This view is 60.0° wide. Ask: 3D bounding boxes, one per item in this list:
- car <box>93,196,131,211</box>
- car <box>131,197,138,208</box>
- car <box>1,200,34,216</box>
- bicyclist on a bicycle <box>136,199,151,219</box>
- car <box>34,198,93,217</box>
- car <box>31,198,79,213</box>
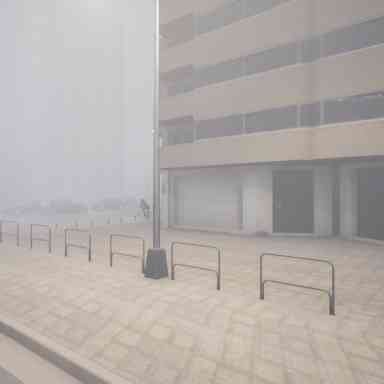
[{"bbox_3d":[-10.455,1.560,41.493,1.837,1.490,4.892,0,0,38],"label":"car"},{"bbox_3d":[-9.974,1.409,47.768,2.097,1.767,4.553,0,0,38],"label":"car"},{"bbox_3d":[-16.598,1.560,33.621,1.837,1.490,4.892,0,0,38],"label":"car"},{"bbox_3d":[-3.846,1.357,26.430,1.656,1.620,0.582,0,0,38],"label":"bicyclist on a bicycle"},{"bbox_3d":[-12.580,1.408,32.798,2.097,1.767,4.553,0,0,38],"label":"car"},{"bbox_3d":[-16.244,1.533,39.772,1.882,1.535,5.008,0,0,38],"label":"car"}]
